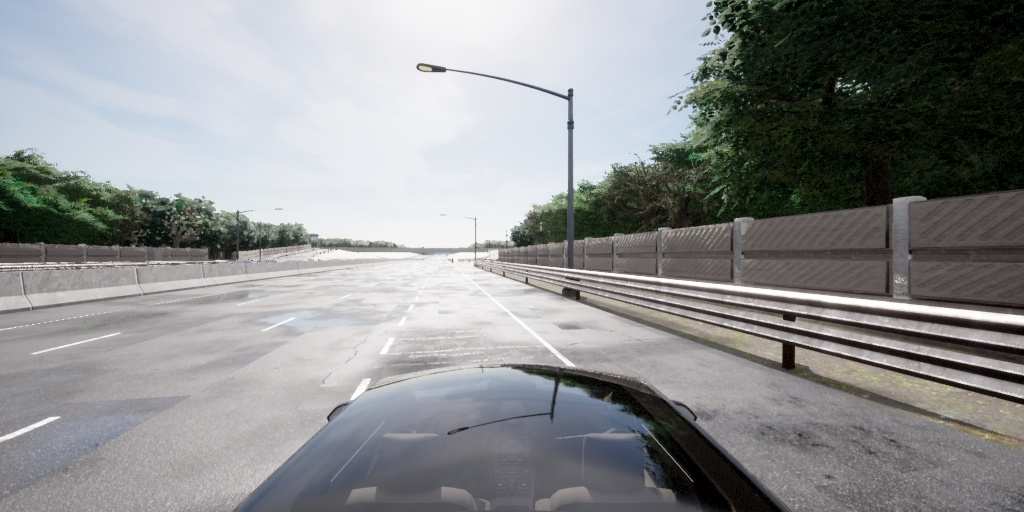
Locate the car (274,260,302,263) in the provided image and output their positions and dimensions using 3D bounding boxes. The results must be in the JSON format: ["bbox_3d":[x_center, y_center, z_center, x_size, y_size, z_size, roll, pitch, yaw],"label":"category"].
[{"bbox_3d":[-30.411,1.271,49.655,1.882,1.535,5.008,0,0,-10],"label":"car"}]
